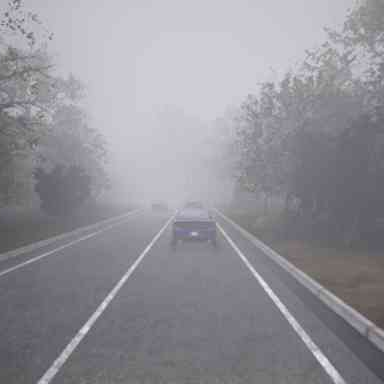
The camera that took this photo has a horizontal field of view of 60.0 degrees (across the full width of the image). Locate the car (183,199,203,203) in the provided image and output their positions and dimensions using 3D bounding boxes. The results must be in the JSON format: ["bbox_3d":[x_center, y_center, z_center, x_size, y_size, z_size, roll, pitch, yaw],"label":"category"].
[{"bbox_3d":[0.101,1.482,35.726,2.128,1.511,4.902,0,0,0],"label":"car"}]

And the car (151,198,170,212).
[{"bbox_3d":[-3.583,1.467,38.091,1.882,1.535,5.008,0,0,0],"label":"car"}]

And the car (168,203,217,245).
[{"bbox_3d":[0.097,1.475,15.466,1.882,1.535,5.008,0,0,0],"label":"car"}]
